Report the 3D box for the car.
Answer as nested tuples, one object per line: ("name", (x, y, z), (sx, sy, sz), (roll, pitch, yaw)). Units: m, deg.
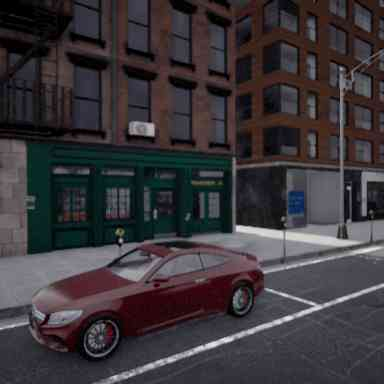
("car", (-0.521, 1.569, 5.823), (4.206, 1.307, 1.802), (0, 0, -36))
